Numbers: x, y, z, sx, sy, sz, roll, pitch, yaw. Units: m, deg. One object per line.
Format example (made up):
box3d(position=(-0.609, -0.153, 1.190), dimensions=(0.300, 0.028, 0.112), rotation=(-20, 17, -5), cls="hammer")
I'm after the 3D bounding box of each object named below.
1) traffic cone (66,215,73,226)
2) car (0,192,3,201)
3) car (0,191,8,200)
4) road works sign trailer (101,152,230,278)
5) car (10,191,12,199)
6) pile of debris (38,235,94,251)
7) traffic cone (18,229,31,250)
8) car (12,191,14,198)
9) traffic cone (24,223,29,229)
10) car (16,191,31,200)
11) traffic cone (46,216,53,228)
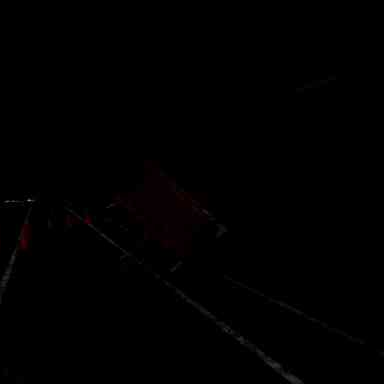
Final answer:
box3d(position=(-6.726, 1.548, 18.160), dimensions=(0.340, 0.580, 0.340), rotation=(-3, 2, -25), cls="traffic cone")
box3d(position=(-31.117, 0.886, 48.177), dimensions=(5.566, 2.045, 2.435), rotation=(-3, 2, -25), cls="car")
box3d(position=(-35.797, 1.074, 58.369), dimensions=(5.008, 1.535, 2.097), rotation=(-3, 1, -25), cls="car")
box3d(position=(-0.492, 0.762, 8.754), dimensions=(2.380, 2.880, 3.560), rotation=(41, 18, 12), cls="road works sign trailer")
box3d(position=(-40.493, 1.065, 68.548), dimensions=(4.792, 1.488, 2.163), rotation=(-3, 1, -25), cls="car")
box3d(position=(-4.762, 1.885, 12.470), dimensions=(1.860, 0.140, 1.500), rotation=(-3, 2, -25), cls="pile of debris")
box3d(position=(-6.018, 1.740, 11.880), dimensions=(0.340, 0.580, 0.340), rotation=(-3, 2, -25), cls="traffic cone")
box3d(position=(-42.875, 1.018, 73.623), dimensions=(5.008, 1.535, 2.097), rotation=(-3, 1, -25), cls="car")
box3d(position=(-6.858, 1.707, 13.694), dimensions=(0.340, 0.580, 0.340), rotation=(-3, 2, -25), cls="traffic cone")
box3d(position=(-33.146, 0.796, 66.011), dimensions=(1.882, 1.535, 5.008), rotation=(-3, 1, -25), cls="car")
box3d(position=(-7.632, 1.594, 17.744), dimensions=(0.340, 0.580, 0.340), rotation=(-3, 2, -25), cls="traffic cone")
